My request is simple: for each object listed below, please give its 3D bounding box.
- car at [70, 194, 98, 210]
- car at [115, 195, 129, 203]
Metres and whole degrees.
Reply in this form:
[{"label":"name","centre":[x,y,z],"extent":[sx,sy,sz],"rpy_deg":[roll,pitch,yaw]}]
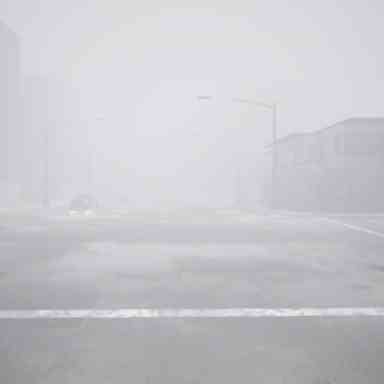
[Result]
[{"label":"car","centre":[-11.710,0.974,36.271],"extent":[2.097,1.767,4.553],"rpy_deg":[0,0,-2]},{"label":"car","centre":[-12.765,1.209,60.999],"extent":[1.882,1.535,5.008],"rpy_deg":[0,0,-2]}]
